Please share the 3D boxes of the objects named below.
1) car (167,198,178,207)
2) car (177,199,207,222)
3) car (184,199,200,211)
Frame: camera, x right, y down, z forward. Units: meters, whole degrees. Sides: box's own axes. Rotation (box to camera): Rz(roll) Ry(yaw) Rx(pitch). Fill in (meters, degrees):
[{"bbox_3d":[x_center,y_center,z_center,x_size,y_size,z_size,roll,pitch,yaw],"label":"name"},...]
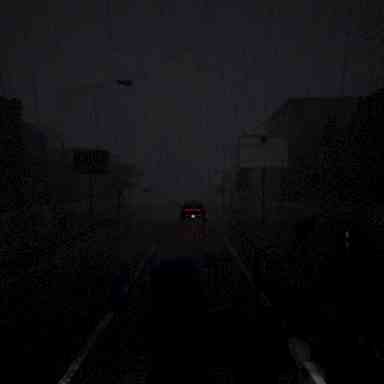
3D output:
[{"bbox_3d":[-3.026,1.783,55.336,1.812,1.442,4.674,0,-1,0],"label":"car"},{"bbox_3d":[0.093,1.434,25.582,1.837,1.490,4.892,0,0,0],"label":"car"},{"bbox_3d":[0.039,1.678,43.909,2.033,1.411,5.357,0,-1,0],"label":"car"}]
